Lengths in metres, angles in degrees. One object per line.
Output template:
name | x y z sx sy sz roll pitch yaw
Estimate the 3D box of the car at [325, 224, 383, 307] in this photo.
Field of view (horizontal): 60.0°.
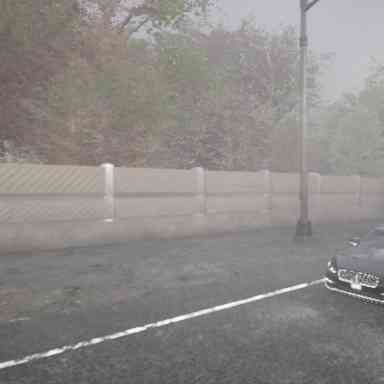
car | 4.980 1.449 7.464 4.892 1.490 1.837 -1 0 -35
